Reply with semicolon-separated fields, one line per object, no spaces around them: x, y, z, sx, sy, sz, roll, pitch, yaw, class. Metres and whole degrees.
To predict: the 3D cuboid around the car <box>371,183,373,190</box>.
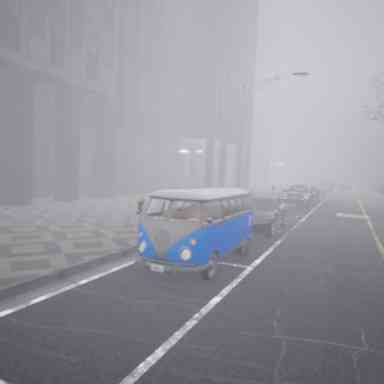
34.372;-0.781;60.482;1.887;1.381;4.507;4;4;25;car

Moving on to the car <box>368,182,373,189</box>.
39.172;-1.172;70.681;1.947;1.339;4.313;4;4;25;car

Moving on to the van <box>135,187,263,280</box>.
0.276;0.798;8.003;1.690;1.788;3.998;4;4;25;van

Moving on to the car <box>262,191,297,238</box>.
2.666;0.799;13.115;1.947;1.339;4.313;4;4;25;car

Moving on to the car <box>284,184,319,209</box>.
7.473;0.235;23.303;1.967;1.590;4.097;4;4;25;car

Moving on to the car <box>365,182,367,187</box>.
43.972;-1.564;80.881;1.802;1.307;4.206;4;4;25;car

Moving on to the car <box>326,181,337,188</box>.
29.071;-1.551;69.193;1.947;1.339;4.313;4;4;25;car

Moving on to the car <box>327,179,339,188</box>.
31.482;-2.007;74.275;2.192;1.841;5.009;4;4;25;car

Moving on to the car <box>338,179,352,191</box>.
26.762;-1.049;58.023;1.882;1.535;5.008;4;4;25;car

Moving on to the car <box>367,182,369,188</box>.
41.646;-1.424;75.933;1.752;1.417;4.829;4;4;25;car

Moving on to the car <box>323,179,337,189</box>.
26.682;-1.595;64.079;2.192;1.841;5.009;4;4;25;car

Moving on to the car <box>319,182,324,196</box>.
9.869;0.122;28.407;1.887;1.381;4.507;4;4;25;car

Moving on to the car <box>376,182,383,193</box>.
29.570;-0.347;50.285;1.947;1.339;4.313;4;4;25;car

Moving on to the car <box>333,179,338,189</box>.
21.881;-1.182;53.881;2.192;1.841;5.009;4;4;25;car

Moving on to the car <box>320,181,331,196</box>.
14.669;-0.277;38.605;1.802;1.307;4.206;4;4;25;car

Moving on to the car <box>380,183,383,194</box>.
27.169;-0.123;45.188;1.802;1.307;4.206;4;4;25;car

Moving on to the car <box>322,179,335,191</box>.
19.400;-0.757;48.643;1.752;1.417;4.829;4;4;25;car

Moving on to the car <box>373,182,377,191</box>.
31.982;-0.804;55.369;2.192;1.841;5.009;4;4;25;car
